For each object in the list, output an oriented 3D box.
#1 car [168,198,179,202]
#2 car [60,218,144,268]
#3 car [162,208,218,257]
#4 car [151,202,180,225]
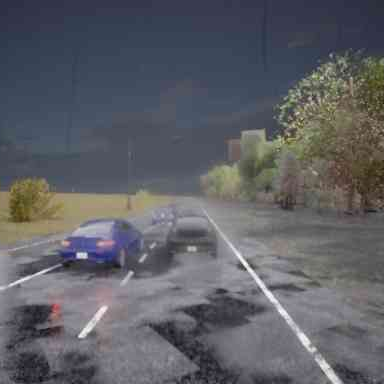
[{"bbox_3d":[-3.518,2.013,65.108,2.097,1.767,4.553,0,-1,1],"label":"car"},{"bbox_3d":[-2.960,1.650,11.660,1.812,1.442,4.674,0,-1,4],"label":"car"},{"bbox_3d":[0.017,1.650,13.492,1.837,1.490,4.892,0,0,0],"label":"car"},{"bbox_3d":[-2.039,1.815,26.655,2.033,1.411,5.357,0,-1,2],"label":"car"}]
